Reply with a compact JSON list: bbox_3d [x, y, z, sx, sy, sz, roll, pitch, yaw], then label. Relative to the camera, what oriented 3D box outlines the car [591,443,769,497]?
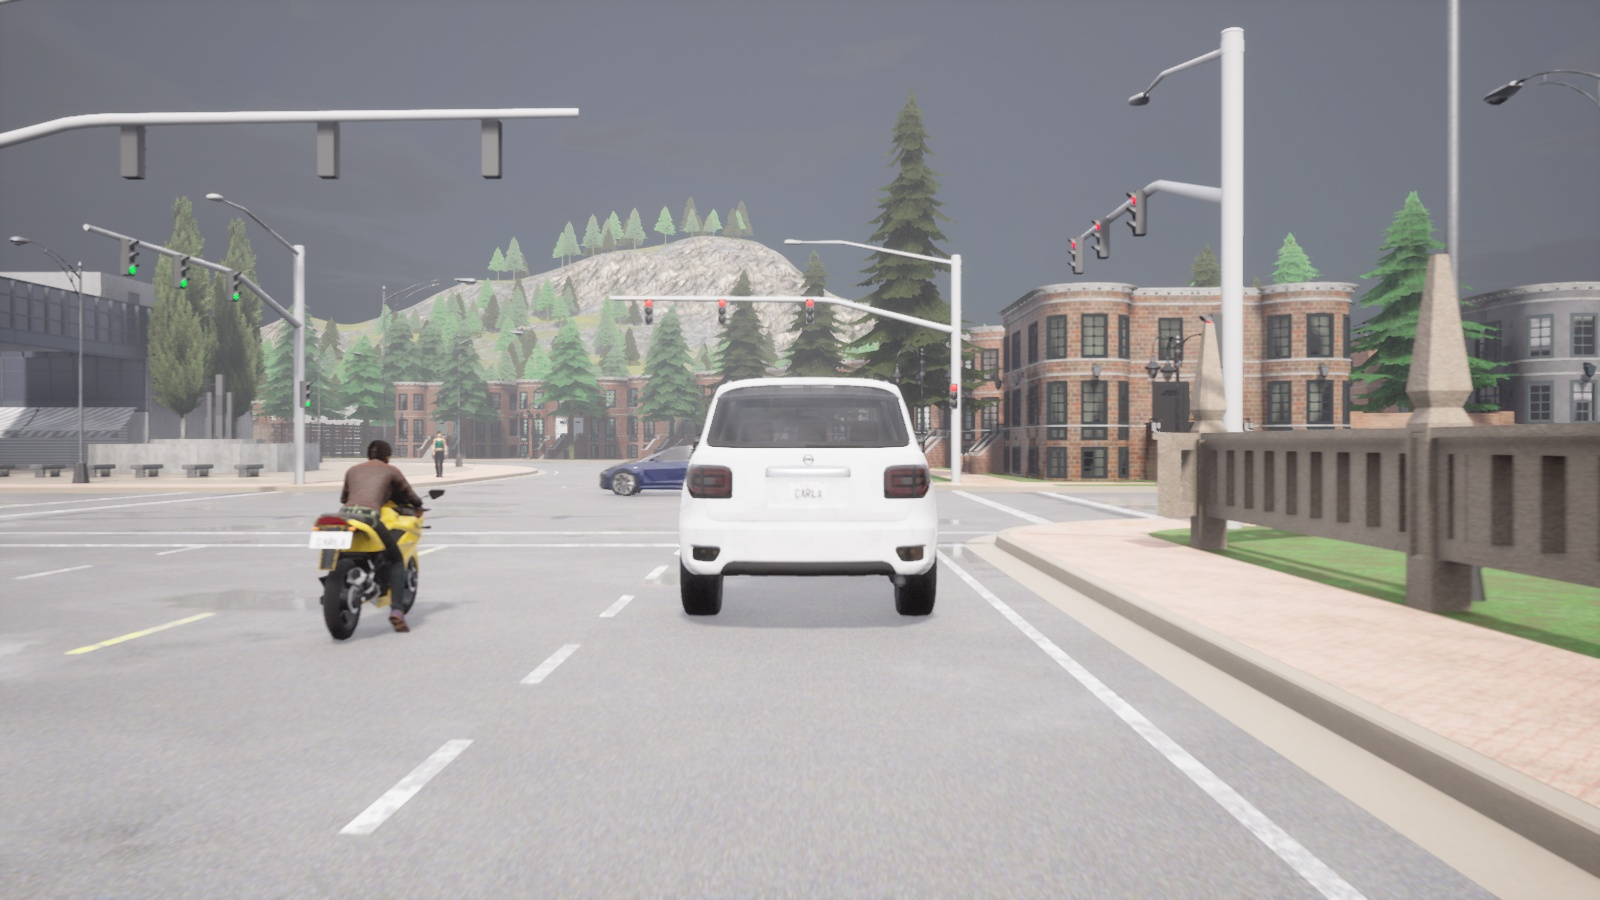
[{"bbox_3d":[-3.316,0.544,35.502,4.792,1.488,2.163,0,0,0],"label":"car"}]

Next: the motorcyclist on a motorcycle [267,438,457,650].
[{"bbox_3d":[-3.428,0.669,10.044,0.797,1.523,2.044,0,0,0],"label":"motorcyclist on a motorcycle"}]

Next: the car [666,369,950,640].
[{"bbox_3d":[0.084,0.396,12.285,2.150,2.045,5.566,0,0,0],"label":"car"}]

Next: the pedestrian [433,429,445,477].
[{"bbox_3d":[-13.838,0.123,48.094,0.345,1.836,0.594,0,0,-6],"label":"pedestrian"}]
